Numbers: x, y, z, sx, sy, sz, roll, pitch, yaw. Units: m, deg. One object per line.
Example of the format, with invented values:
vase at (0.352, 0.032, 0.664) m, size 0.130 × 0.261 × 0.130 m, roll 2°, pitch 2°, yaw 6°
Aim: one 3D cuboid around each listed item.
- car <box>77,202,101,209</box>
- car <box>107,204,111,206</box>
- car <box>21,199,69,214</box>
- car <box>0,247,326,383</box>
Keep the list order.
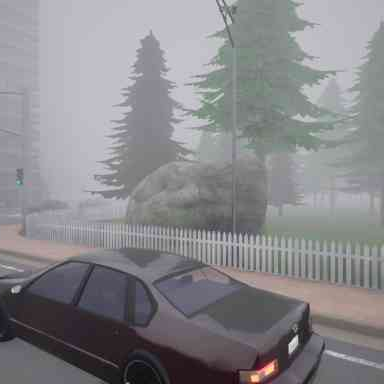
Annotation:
car at (-13.586, 1.545, 44.429) m, size 1.895 × 1.301 × 4.718 m, roll 0°, pitch 0°, yaw 3°
car at (-14.333, 1.296, 54.215) m, size 2.097 × 1.767 × 4.553 m, roll 0°, pitch 0°, yaw -12°
car at (-15.252, 1.492, 34.937) m, size 2.033 × 1.411 × 5.357 m, roll 0°, pitch 0°, yaw 17°
car at (-1.046, 1.547, 4.736) m, size 5.357 × 1.411 × 2.033 m, roll 0°, pitch 0°, yaw 35°
